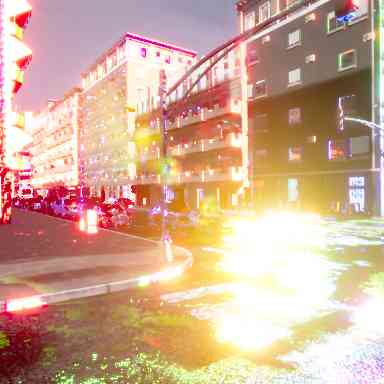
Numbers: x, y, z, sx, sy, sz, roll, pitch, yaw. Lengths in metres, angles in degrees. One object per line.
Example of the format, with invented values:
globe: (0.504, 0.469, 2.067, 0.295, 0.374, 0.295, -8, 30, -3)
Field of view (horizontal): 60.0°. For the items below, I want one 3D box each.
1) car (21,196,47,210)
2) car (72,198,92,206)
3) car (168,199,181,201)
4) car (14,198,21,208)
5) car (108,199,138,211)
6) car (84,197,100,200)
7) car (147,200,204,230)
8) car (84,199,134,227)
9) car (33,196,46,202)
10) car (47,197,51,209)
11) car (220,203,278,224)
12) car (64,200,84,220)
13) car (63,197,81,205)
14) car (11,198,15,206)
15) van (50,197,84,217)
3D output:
car: (-22.097, 1.627, 46.371, 1.967, 1.590, 4.097, -1, 1, -36)
car: (-18.530, 1.643, 55.759, 1.947, 1.339, 4.313, -1, 1, -36)
car: (-2.358, 1.441, 33.305, 1.967, 1.590, 4.097, -1, 1, -36)
car: (-25.329, 1.769, 50.862, 1.947, 1.339, 4.313, -1, 1, -36)
car: (-8.826, 1.581, 42.288, 2.008, 1.369, 4.403, -1, 1, -36)
car: (-11.012, 1.631, 35.426, 1.812, 1.442, 4.674, -1, 0, -36)
car: (-1.193, 1.554, 21.792, 2.128, 1.511, 4.902, -1, 0, -36)
car: (-5.923, 1.552, 23.919, 1.967, 1.590, 4.097, -1, 1, -36)
car: (-37.938, 1.727, 82.703, 1.887, 1.381, 4.507, -1, 1, -36)
car: (-20.694, 1.568, 49.027, 2.097, 1.767, 4.553, -1, 0, -36)
car: (4.013, 1.498, 24.463, 1.752, 1.417, 4.829, -1, 1, -36)
car: (-9.057, 1.652, 28.271, 1.752, 1.417, 4.829, -1, 1, -36)
car: (-21.765, 1.645, 60.250, 2.008, 1.369, 4.403, -1, 1, -36)
car: (-31.799, 1.782, 59.844, 1.887, 1.381, 4.507, -1, 1, -36)
van: (-12.394, 1.482, 32.898, 1.690, 1.788, 3.998, -1, 1, -36)
